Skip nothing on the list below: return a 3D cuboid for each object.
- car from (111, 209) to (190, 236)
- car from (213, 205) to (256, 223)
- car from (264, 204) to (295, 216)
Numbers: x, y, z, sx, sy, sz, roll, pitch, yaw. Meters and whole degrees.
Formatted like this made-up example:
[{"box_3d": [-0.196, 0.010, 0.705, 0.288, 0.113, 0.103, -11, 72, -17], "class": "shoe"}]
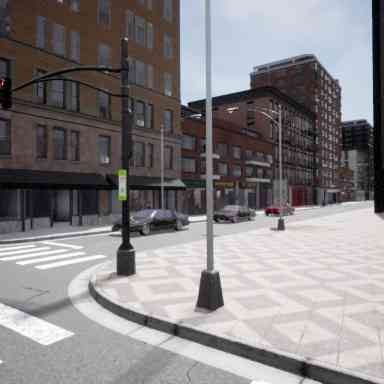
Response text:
[{"box_3d": [-2.260, 1.708, 19.981, 2.033, 1.411, 5.357, -1, -1, 36], "class": "car"}, {"box_3d": [3.642, 1.793, 28.191, 2.033, 1.411, 5.357, -1, -1, 35], "class": "car"}, {"box_3d": [9.653, 1.929, 36.522, 1.895, 1.301, 4.718, -1, -1, 36], "class": "car"}]
